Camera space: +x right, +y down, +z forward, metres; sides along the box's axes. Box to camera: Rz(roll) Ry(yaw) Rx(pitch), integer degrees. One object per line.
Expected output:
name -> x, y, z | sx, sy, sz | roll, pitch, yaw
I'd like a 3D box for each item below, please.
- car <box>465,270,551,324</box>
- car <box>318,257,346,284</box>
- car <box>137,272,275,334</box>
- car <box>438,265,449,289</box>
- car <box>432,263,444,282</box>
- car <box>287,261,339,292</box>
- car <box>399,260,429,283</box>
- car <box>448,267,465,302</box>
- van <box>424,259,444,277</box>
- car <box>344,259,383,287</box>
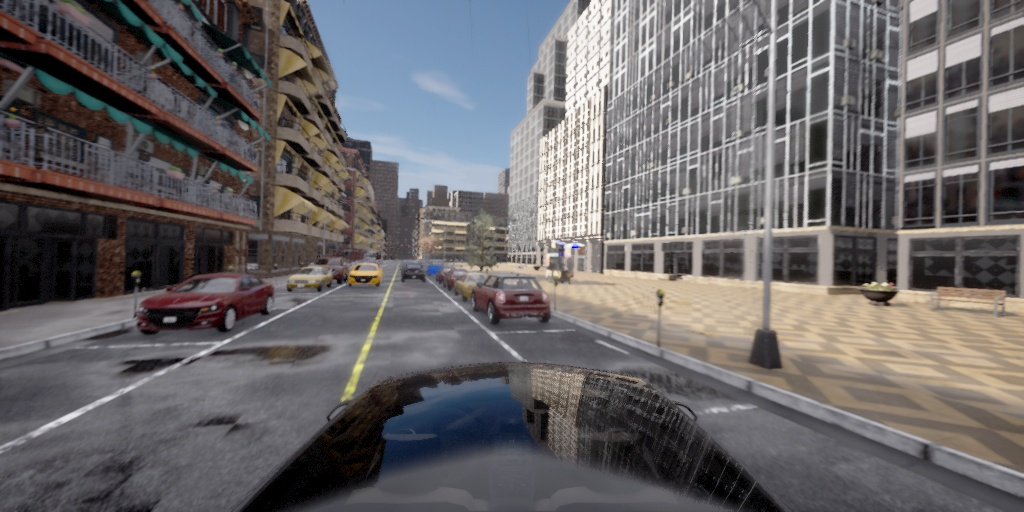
car -> -0.221, 1.300, 12.527 | 1.967, 1.591, 4.097 | 0, 0, -17
car -> -13.086, 0.993, 25.929 | 2.192, 1.841, 5.009 | 0, 0, -17
car -> -8.232, 1.174, 10.076 | 1.888, 1.381, 4.507 | 0, 0, -17
car -> -3.458, 1.476, 23.097 | 1.802, 1.307, 4.207 | 0, 0, -17
car -> -5.075, 1.493, 28.380 | 1.802, 1.307, 4.207 | 0, 0, -17
car -> -11.418, 1.187, 20.483 | 1.751, 1.417, 4.829 | 0, 0, -17
car -> -8.165, 1.351, 29.661 | 1.837, 1.490, 4.892 | 2, 0, -17
car -> -1.889, 1.403, 17.974 | 1.751, 1.417, 4.829 | 0, 0, -17
van -> -8.310, 1.288, 38.949 | 1.690, 1.789, 3.998 | 0, 0, -17
car -> -9.894, 1.222, 24.492 | 1.882, 1.535, 5.008 | 2, -1, -17
